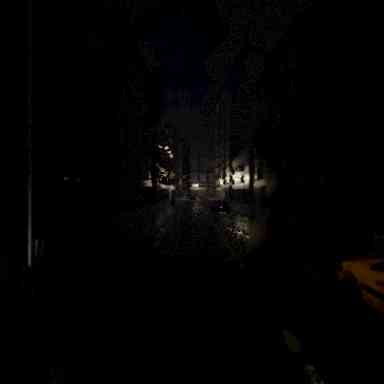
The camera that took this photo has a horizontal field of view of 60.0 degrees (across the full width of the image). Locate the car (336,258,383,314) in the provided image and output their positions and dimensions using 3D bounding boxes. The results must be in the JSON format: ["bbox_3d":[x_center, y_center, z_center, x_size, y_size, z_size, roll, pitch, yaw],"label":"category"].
[{"bbox_3d":[3.907,1.476,4.815,1.801,1.575,5.366,0,0,0],"label":"car"}]

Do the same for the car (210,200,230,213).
[{"bbox_3d":[3.189,1.619,38.157,1.994,1.385,4.181,0,0,0],"label":"car"}]

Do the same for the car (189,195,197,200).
[{"bbox_3d":[0.259,1.540,93.667,1.882,1.535,5.008,0,0,0],"label":"car"}]
